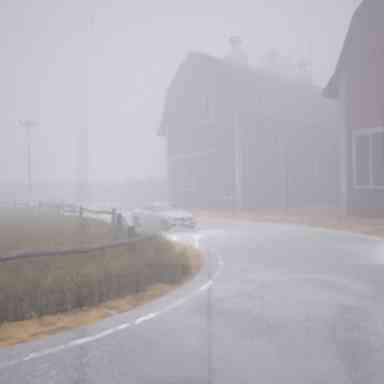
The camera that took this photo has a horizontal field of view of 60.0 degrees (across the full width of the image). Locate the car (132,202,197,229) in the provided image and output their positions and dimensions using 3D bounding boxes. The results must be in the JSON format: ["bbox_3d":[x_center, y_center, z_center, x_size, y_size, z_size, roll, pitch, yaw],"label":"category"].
[{"bbox_3d":[-1.694,1.293,18.545,1.812,1.442,4.674,-2,1,-39],"label":"car"}]

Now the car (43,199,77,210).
[{"bbox_3d":[-12.691,1.301,31.931,1.895,1.301,4.718,-2,1,-40],"label":"car"}]
